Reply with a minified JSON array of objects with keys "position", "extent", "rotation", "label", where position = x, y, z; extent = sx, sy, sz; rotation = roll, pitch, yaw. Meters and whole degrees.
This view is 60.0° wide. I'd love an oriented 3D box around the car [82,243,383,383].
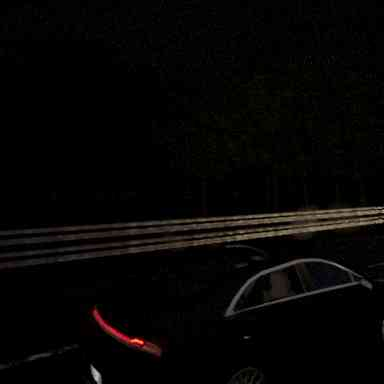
[{"position":[1.074,1.469,4.510],"extent":[4.902,1.511,2.128],"rotation":[0,0,-35],"label":"car"}]
